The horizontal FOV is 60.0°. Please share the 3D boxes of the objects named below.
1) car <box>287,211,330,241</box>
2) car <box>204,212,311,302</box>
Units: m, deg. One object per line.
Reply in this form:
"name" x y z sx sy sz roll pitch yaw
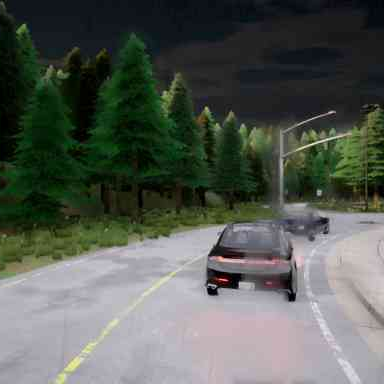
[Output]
"car" 5.572 1.601 16.836 1.895 1.301 4.718 0 0 34
"car" 1.588 1.492 8.400 2.128 1.511 4.902 0 0 14
